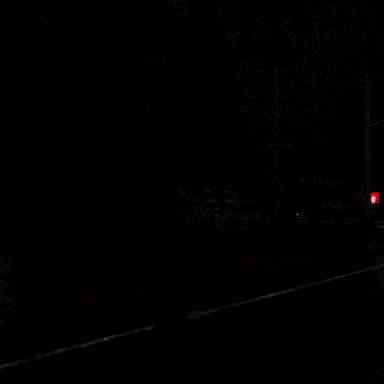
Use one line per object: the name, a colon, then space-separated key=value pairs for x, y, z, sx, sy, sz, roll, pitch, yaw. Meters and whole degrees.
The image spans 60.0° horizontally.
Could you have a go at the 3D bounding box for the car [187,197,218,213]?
car: x=1.437 y=1.579 z=37.289 sx=1.994 sy=1.385 sz=4.181 roll=0 pitch=0 yaw=-37

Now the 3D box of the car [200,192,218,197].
car: x=5.034 y=1.113 z=92.368 sx=1.932 sy=1.855 sz=4.605 roll=0 pitch=0 yaw=-37

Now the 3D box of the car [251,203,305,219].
car: x=7.495 y=1.616 z=29.269 sx=1.895 sy=1.301 sz=4.718 roll=0 pitch=0 yaw=-37
